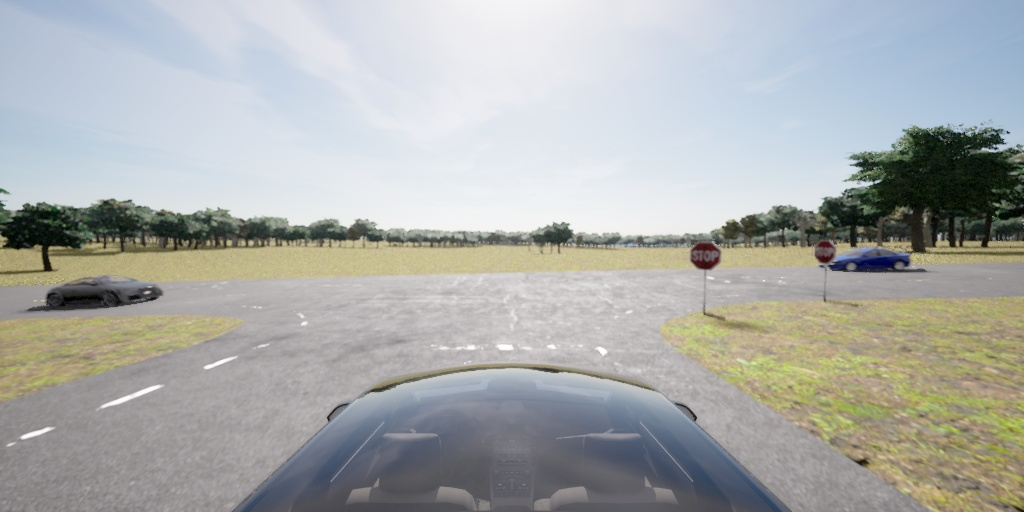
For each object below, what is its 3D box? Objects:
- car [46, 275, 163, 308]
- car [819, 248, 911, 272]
[{"bbox_3d":[-19.779,1.652,17.493,4.181,1.385,1.994,-2,3,1],"label":"car"},{"bbox_3d":[23.435,0.246,23.936,5.008,1.535,1.882,-2,3,1],"label":"car"}]
